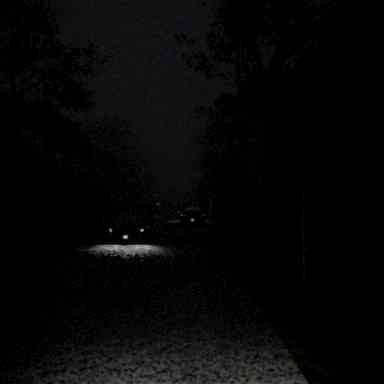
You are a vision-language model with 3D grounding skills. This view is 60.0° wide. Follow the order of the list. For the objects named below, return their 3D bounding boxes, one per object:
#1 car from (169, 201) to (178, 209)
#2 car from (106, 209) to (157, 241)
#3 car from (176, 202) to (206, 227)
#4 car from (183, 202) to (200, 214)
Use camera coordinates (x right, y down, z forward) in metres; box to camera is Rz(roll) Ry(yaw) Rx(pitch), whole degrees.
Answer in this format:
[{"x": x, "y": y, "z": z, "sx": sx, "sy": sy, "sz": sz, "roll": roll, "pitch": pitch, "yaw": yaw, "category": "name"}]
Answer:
[{"x": -3.127, "y": 2.369, "z": 59.283, "sx": 2.033, "sy": 1.411, "sz": 5.357, "roll": 0, "pitch": -2, "yaw": 0, "category": "car"}, {"x": -2.899, "y": 1.603, "z": 17.149, "sx": 2.033, "sy": 1.411, "sz": 5.357, "roll": 0, "pitch": 0, "yaw": 0, "category": "car"}, {"x": 0.025, "y": 1.643, "z": 23.793, "sx": 1.812, "sy": 1.442, "sz": 4.674, "roll": 0, "pitch": -1, "yaw": 0, "category": "car"}, {"x": -0.083, "y": 1.946, "z": 41.154, "sx": 1.994, "sy": 1.385, "sz": 4.181, "roll": 0, "pitch": -1, "yaw": 0, "category": "car"}]
